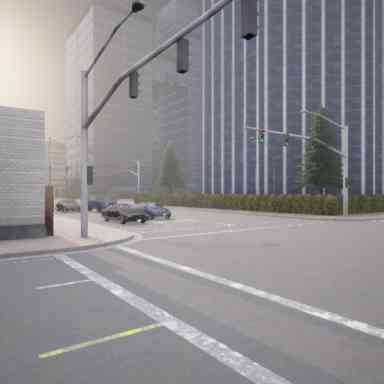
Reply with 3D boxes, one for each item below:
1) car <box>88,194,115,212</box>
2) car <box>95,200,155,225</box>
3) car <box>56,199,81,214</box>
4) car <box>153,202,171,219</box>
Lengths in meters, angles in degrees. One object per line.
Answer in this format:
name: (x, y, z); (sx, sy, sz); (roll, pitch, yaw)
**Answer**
car: (-10.350, 1.277, 38.460); (2.150, 2.045, 5.566); (0, 0, -36)
car: (-5.218, 1.603, 25.304); (2.033, 1.411, 5.357); (0, 0, -36)
car: (-13.762, 1.560, 37.216); (1.837, 1.490, 4.892); (0, 0, -35)
car: (-3.626, 1.581, 29.119); (1.812, 1.442, 4.674); (0, 0, -36)
